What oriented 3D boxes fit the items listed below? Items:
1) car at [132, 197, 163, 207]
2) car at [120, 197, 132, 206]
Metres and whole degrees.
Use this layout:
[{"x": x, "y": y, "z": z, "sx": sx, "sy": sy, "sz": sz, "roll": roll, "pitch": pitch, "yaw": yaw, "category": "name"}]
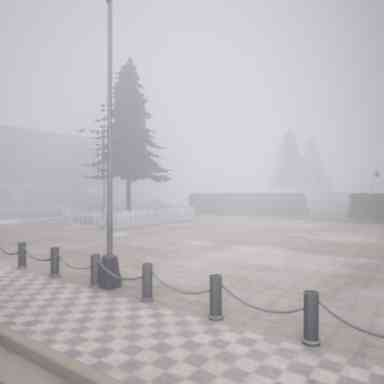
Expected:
[{"x": -6.413, "y": 1.459, "z": 50.975, "sx": 1.812, "sy": 1.442, "sz": 4.674, "roll": 0, "pitch": 0, "yaw": 36, "category": "car"}, {"x": -9.301, "y": 1.452, "z": 52.952, "sx": 1.812, "sy": 1.442, "sz": 4.674, "roll": 0, "pitch": 0, "yaw": 36, "category": "car"}]
